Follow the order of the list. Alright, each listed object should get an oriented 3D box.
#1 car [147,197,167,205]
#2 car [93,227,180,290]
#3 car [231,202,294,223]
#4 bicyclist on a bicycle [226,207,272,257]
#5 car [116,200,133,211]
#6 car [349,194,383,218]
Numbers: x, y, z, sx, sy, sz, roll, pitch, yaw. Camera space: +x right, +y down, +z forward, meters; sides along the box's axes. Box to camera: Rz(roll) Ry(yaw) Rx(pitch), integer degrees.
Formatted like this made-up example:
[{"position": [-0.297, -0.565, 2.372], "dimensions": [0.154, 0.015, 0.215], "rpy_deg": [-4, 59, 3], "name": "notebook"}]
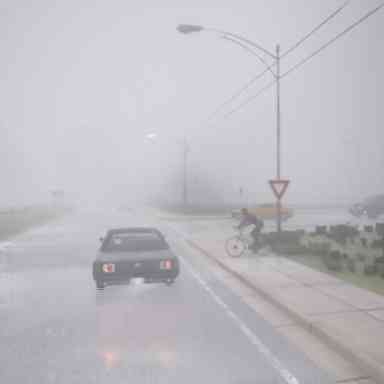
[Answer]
[{"position": [-6.246, 1.676, 61.459], "dimensions": [1.882, 1.535, 5.008], "rpy_deg": [-1, 0, 35], "name": "car"}, {"position": [-1.632, 1.642, 9.335], "dimensions": [1.895, 1.301, 4.718], "rpy_deg": [0, 0, -12], "name": "car"}, {"position": [5.584, 1.542, 26.421], "dimensions": [5.008, 1.535, 1.882], "rpy_deg": [0, 0, -13], "name": "car"}, {"position": [1.889, 1.330, 10.973], "dimensions": [1.656, 1.620, 0.582], "rpy_deg": [-1, 0, -12], "name": "bicyclist on a bicycle"}, {"position": [-8.846, 1.725, 43.616], "dimensions": [1.812, 1.442, 4.674], "rpy_deg": [0, 0, -12], "name": "car"}, {"position": [16.514, 1.239, 28.911], "dimensions": [5.566, 2.045, 2.150], "rpy_deg": [0, 0, -13], "name": "car"}]
